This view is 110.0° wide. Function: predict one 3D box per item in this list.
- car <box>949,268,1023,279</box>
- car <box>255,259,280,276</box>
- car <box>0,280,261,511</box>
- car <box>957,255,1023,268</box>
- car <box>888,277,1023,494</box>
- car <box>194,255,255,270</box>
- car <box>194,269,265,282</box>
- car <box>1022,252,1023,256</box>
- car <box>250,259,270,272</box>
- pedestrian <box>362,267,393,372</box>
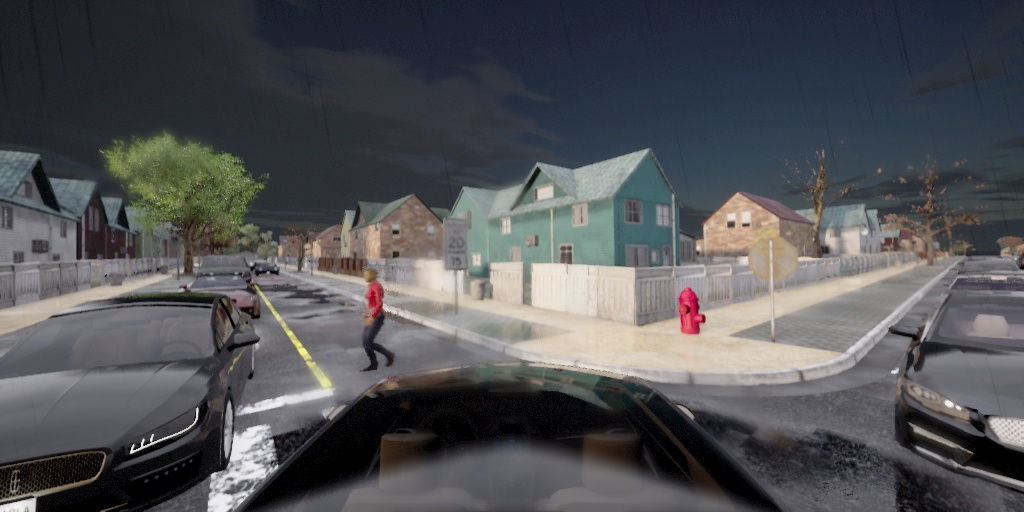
[{"bbox_3d":[13.064,1.143,9.609,4.718,1.301,1.895,-1,0,-38],"label":"car"},{"bbox_3d":[-24.770,1.300,36.171,1.895,1.301,4.718,0,0,-38],"label":"car"},{"bbox_3d":[-4.242,1.251,4.175,1.837,1.490,4.892,0,0,-32],"label":"car"},{"bbox_3d":[21.027,0.892,15.798,4.892,1.490,1.837,-1,-1,-38],"label":"car"},{"bbox_3d":[5.737,1.182,3.908,4.902,1.511,2.128,-1,0,-38],"label":"car"},{"bbox_3d":[-15.168,0.943,18.988,2.150,2.045,5.566,0,0,-38],"label":"car"},{"bbox_3d":[-9.513,1.297,11.691,1.994,1.385,4.181,0,0,-38],"label":"car"},{"bbox_3d":[36.810,0.292,24.334,5.566,2.045,2.150,-1,-1,-38],"label":"car"},{"bbox_3d":[-32.092,1.168,45.587,1.882,1.535,5.008,0,0,-38],"label":"car"},{"bbox_3d":[-2.364,1.035,6.220,0.375,1.860,0.375,2,-2,-38],"label":"pedestrian"}]
